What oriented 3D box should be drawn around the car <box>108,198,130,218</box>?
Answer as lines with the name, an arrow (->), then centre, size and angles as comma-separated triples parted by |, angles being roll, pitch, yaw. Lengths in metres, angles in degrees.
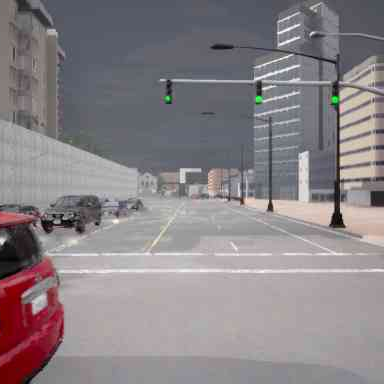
car -> -7.126, 1.526, 29.960 | 1.812, 1.442, 4.674 | 0, 0, 0

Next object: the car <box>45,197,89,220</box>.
car -> -10.626, 1.352, 28.754 | 2.097, 1.767, 4.553 | 0, 0, 0

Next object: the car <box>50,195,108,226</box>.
car -> -7.115, 1.221, 20.320 | 2.150, 2.045, 5.566 | 0, 0, 0

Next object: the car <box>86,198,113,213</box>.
car -> -10.629, 1.505, 38.572 | 1.837, 1.490, 4.892 | 0, 0, 0

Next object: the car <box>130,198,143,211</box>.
car -> -7.127, 1.491, 40.303 | 2.128, 1.511, 4.902 | 0, 0, 0

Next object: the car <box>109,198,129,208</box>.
car -> -10.600, 1.601, 48.632 | 1.895, 1.301, 4.718 | 0, 0, 0

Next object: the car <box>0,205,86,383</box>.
car -> -4.235, 1.230, 3.385 | 5.566, 2.045, 2.150 | 0, 0, 0
